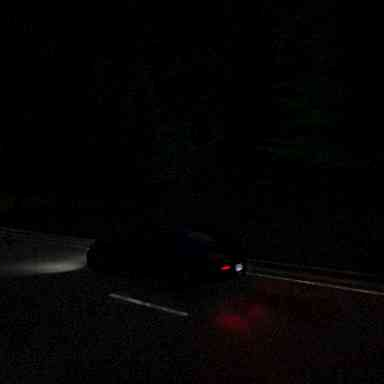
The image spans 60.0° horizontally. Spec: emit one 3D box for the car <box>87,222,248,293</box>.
[{"bbox_3d":[-0.801,1.532,8.862,4.674,1.442,1.812,0,0,35],"label":"car"}]
